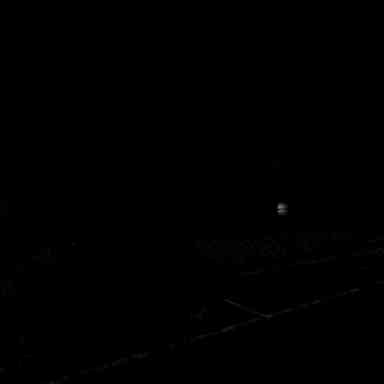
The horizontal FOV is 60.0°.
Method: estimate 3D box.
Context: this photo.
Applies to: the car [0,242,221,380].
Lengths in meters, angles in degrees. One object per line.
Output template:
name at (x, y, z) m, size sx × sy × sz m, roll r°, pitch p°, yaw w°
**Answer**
car at (-1.452, 1.573, 5.494) m, size 4.313 × 1.339 × 1.947 m, roll 1°, pitch 0°, yaw -35°
